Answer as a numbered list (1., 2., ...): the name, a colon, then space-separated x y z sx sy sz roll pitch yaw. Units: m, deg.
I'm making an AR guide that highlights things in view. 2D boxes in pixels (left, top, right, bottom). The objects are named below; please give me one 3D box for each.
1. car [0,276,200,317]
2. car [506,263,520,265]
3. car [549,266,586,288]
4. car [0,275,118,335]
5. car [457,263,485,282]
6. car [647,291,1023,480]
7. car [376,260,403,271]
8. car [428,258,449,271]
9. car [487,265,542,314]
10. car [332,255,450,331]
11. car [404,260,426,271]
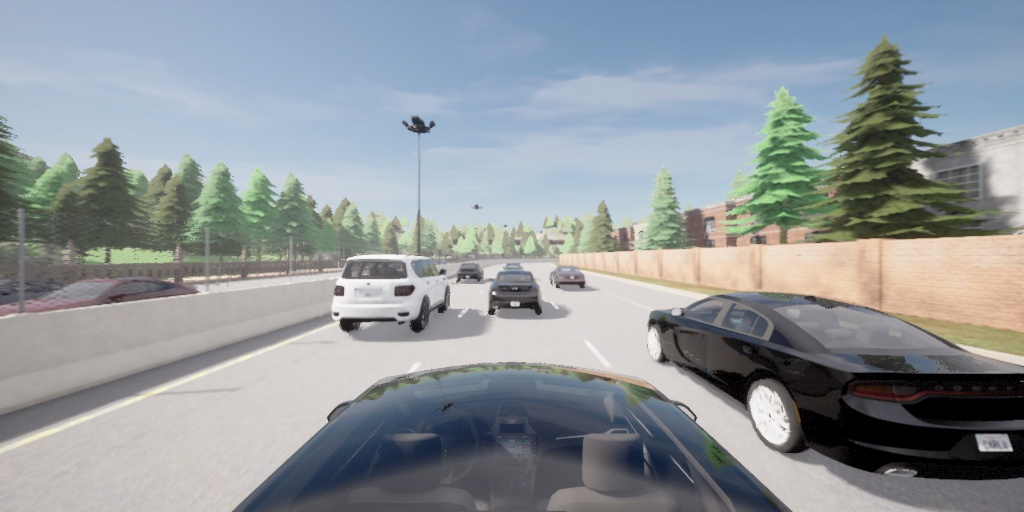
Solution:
1. car: -10.599 1.291 9.361 1.812 1.442 4.674 0 0 0
2. car: 0.107 1.340 31.281 1.812 1.442 4.674 0 0 0
3. car: 3.608 1.347 23.968 2.033 1.411 5.357 0 0 0
4. car: -14.098 1.330 9.833 1.994 1.385 4.181 0 0 0
5. car: -3.390 1.318 29.813 1.837 1.490 4.892 0 0 0
6. car: 3.599 1.235 5.152 1.882 1.535 5.008 0 0 0
7. car: -17.541 1.349 51.695 2.128 1.511 4.902 0 0 0
8. car: -10.545 1.210 51.822 2.097 1.767 4.553 0 0 0
9. car: 0.103 1.283 13.981 1.837 1.490 4.892 0 0 0
10. car: -3.397 0.993 11.159 2.150 2.045 5.566 0 0 0
11. car: -14.041 1.336 52.302 1.882 1.535 5.008 0 0 0
